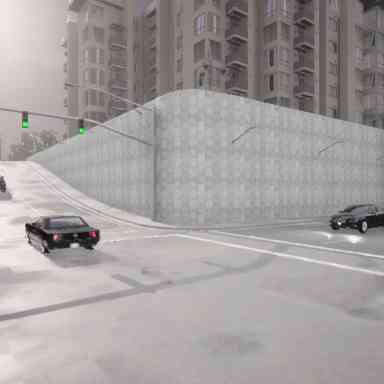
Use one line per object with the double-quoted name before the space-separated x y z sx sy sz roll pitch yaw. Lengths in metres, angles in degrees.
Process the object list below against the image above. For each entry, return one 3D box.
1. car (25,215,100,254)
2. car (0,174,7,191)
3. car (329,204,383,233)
"car" -5.457 1.602 13.585 1.895 1.301 4.718 0 0 -36
"car" -20.431 -1.110 34.398 2.128 1.511 4.902 0 12 -36
"car" 10.150 1.505 19.850 4.892 1.490 1.837 0 0 -36
